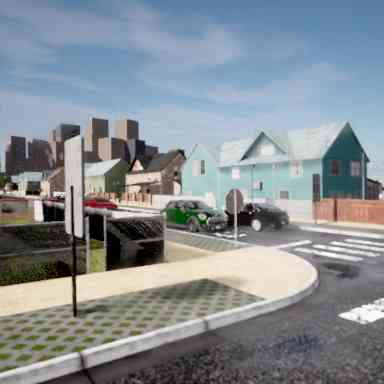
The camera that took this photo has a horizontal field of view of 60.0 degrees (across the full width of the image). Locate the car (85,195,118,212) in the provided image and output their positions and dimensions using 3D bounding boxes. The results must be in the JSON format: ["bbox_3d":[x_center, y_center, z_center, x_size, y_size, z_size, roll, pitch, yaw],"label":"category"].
[{"bbox_3d":[-8.529,1.257,30.820,1.882,1.535,5.008,-1,1,-36],"label":"car"}]

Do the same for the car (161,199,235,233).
[{"bbox_3d":[0.046,1.246,19.132,2.097,1.767,4.553,-1,1,-36],"label":"car"}]

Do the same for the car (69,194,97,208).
[{"bbox_3d":[-14.298,1.123,43.559,2.128,1.511,4.902,-1,1,-36],"label":"car"}]

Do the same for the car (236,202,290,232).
[{"bbox_3d":[3.352,1.371,19.447,1.837,1.490,4.892,-1,1,-36],"label":"car"}]

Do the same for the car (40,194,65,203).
[{"bbox_3d":[-19.678,1.261,46.171,1.895,1.301,4.718,-1,1,-36],"label":"car"}]

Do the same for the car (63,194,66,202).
[{"bbox_3d":[-20.449,1.043,51.864,2.128,1.511,4.902,-1,1,-36],"label":"car"}]
